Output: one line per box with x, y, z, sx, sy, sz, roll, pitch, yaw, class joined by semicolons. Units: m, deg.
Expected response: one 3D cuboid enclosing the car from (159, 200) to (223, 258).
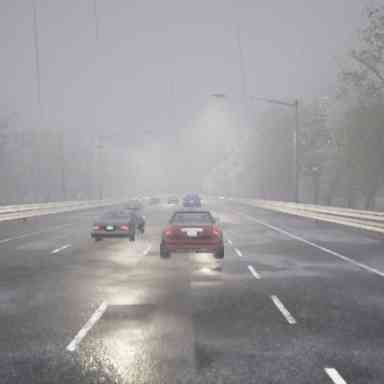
0.002;1.378;12.982;2.097;1.767;4.553;0;0;0;car

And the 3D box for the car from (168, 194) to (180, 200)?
-3.499;1.512;64.337;2.097;1.767;4.553;0;0;0;car

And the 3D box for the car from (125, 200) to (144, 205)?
-6.998;1.660;40.166;1.994;1.385;4.181;0;0;0;car

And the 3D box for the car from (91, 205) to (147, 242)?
-3.499;1.583;16.692;2.033;1.411;5.357;0;0;0;car

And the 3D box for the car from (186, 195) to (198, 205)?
0.002;1.511;64.274;2.097;1.767;4.553;0;0;0;car

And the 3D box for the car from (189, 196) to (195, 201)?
0.004;1.775;94.122;1.812;1.442;4.674;0;0;0;car

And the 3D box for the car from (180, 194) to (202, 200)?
0.002;1.317;40.110;2.150;2.045;5.566;0;0;0;car

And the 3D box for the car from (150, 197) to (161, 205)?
-6.999;1.667;64.468;1.837;1.490;4.892;0;0;0;car
